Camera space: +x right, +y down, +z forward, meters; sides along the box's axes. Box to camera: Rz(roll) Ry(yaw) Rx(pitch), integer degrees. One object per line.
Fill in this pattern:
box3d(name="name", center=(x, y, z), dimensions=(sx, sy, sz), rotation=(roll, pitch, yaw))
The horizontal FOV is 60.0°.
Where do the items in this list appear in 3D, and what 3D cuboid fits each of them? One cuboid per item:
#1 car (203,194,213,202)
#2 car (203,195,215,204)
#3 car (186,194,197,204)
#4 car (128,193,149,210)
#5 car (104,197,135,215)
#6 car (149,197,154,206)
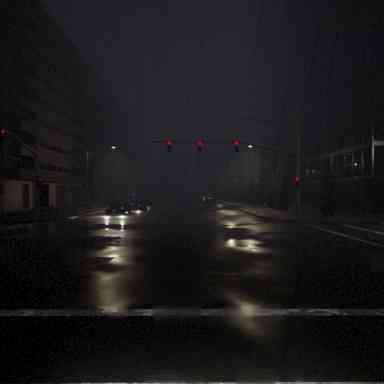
box3d(name="car", center=(3.456, 1.355, 74.574), dimensions=(2.097, 1.767, 4.553), rotation=(0, 0, 1))
box3d(name="car", center=(3.453, 1.491, 64.709), dimensions=(2.128, 1.511, 4.902), rotation=(0, 0, 1))
box3d(name="car", center=(-0.046, 1.564, 64.617), dimensions=(1.994, 1.385, 4.181), rotation=(0, 0, 1))
box3d(name="car", center=(-7.457, 1.220, 44.128), dimensions=(2.150, 2.045, 5.566), rotation=(0, 0, 1))
box3d(name="car", center=(-7.471, 1.526, 34.219), dimensions=(1.812, 1.442, 4.674), rotation=(0, 0, 0))
box3d(name="car", center=(-7.347, 1.547, 54.594), dimensions=(2.033, 1.411, 5.357), rotation=(0, 0, 1))
